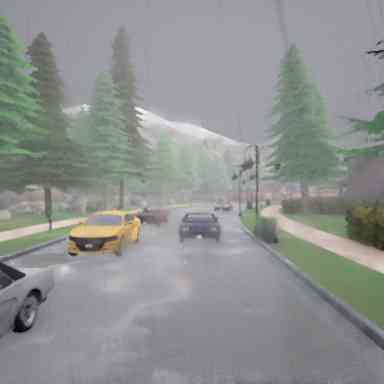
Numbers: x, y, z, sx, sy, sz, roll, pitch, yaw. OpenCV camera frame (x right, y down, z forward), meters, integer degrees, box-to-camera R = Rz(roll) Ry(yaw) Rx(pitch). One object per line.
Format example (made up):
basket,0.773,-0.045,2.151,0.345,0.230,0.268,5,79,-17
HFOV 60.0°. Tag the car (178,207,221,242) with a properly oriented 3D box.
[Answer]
car,0.412,1.663,16.687,1.895,1.301,4.718,0,0,2

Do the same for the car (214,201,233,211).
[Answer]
car,4.097,1.771,42.444,1.895,1.301,4.718,0,0,14

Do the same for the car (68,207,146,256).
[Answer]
car,-3.324,1.514,13.444,1.882,1.535,5.008,0,0,2

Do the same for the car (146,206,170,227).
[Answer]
car,-2.832,1.676,23.475,1.895,1.301,4.718,0,0,5

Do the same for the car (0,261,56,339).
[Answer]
car,-3.543,1.602,4.059,1.895,1.301,4.718,0,0,1
